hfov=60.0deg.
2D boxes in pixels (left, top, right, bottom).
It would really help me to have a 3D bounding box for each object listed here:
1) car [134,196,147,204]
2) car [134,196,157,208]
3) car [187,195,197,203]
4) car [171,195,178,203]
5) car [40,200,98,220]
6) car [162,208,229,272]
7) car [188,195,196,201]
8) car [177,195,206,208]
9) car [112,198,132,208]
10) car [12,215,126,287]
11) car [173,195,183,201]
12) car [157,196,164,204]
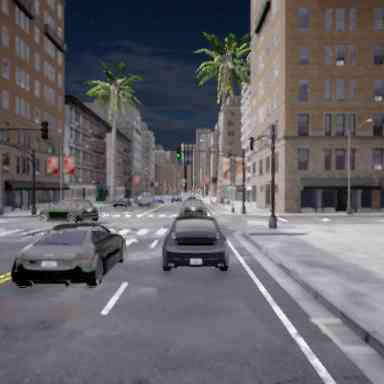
[{"bbox_3d":[-9.775,1.513,63.195,1.812,1.442,4.674,0,0,1],"label":"car"},{"bbox_3d":[-6.582,1.490,47.775,1.837,1.490,4.892,0,0,0],"label":"car"},{"bbox_3d":[0.003,1.485,68.535,1.837,1.490,4.892,0,0,0],"label":"car"},{"bbox_3d":[-3.247,1.338,68.922,2.097,1.767,4.553,0,0,0],"label":"car"},{"bbox_3d":[-9.226,1.351,24.837,4.553,1.767,2.097,0,1,29],"label":"car"},{"bbox_3d":[0.096,1.497,10.786,1.837,1.490,4.892,0,0,0],"label":"car"},{"bbox_3d":[0.004,1.435,78.957,1.994,1.385,4.181,0,0,0],"label":"car"},{"bbox_3d":[0.099,1.307,27.077,2.097,1.767,4.553,0,1,0],"label":"car"},{"bbox_3d":[-9.833,1.533,47.355,2.033,1.411,5.357,0,0,0],"label":"car"},{"bbox_3d":[-3.149,1.557,9.336,1.994,1.385,4.181,0,0,0],"label":"car"},{"bbox_3d":[-3.247,1.408,78.958,2.128,1.511,4.902,0,0,0],"label":"car"},{"bbox_3d":[-6.519,1.465,64.142,1.882,1.535,5.008,0,0,1],"label":"car"}]
